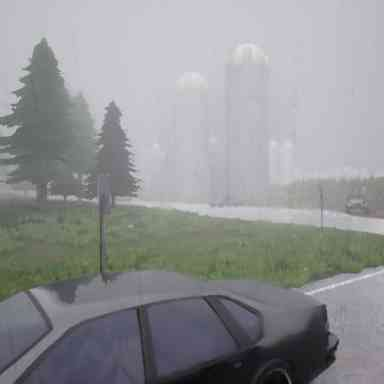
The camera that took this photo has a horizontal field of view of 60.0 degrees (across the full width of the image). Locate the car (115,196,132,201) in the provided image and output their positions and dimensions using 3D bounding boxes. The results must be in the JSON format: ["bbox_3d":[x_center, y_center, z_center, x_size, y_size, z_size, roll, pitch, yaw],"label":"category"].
[{"bbox_3d":[-15.101,1.347,71.354,4.181,1.381,1.994,0,0,-36],"label":"car"}]

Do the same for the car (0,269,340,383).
[{"bbox_3d":[-0.855,1.546,2.999,5.357,1.411,2.033,0,0,-36],"label":"car"}]

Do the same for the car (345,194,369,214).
[{"bbox_3d":[15.944,1.151,32.241,1.905,1.878,3.866,0,0,24],"label":"car"}]

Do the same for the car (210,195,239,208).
[{"bbox_3d":[4.313,1.281,44.653,3.988,1.617,1.851,0,0,-36],"label":"car"}]
